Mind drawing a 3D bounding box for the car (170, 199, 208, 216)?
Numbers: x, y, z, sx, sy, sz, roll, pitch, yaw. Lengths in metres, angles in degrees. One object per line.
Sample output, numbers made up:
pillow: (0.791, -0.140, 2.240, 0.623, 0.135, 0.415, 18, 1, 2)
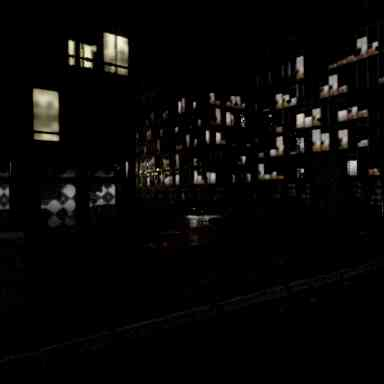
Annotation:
car: (-0.412, 1.454, 32.261, 1.812, 1.442, 4.674, -1, 1, -35)
